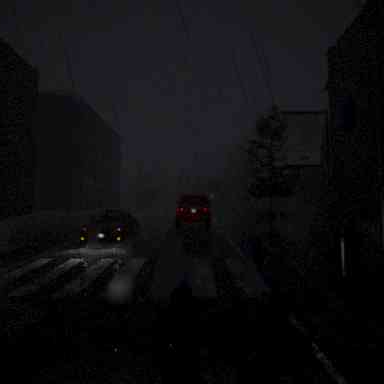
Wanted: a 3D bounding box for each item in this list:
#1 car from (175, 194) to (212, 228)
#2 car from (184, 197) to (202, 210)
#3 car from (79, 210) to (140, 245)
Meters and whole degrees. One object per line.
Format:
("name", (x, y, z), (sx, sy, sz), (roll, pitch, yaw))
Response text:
("car", (0.092, 1.143, 21.632), (2.150, 2.045, 5.566), (0, 0, 0))
("car", (0.084, 1.351, 40.850), (2.128, 1.511, 4.902), (0, 0, 0))
("car", (-3.589, 1.509, 15.040), (1.994, 1.385, 4.181), (0, 0, 0))
